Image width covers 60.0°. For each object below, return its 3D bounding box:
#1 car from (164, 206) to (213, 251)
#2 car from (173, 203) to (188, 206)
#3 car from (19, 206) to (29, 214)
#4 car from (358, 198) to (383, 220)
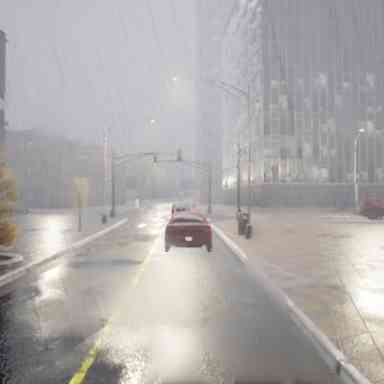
[{"bbox_3d":[-0.186,1.582,14.629,1.882,1.535,5.008,0,0,-2],"label":"car"},{"bbox_3d":[-1.272,1.855,35.634,1.895,1.301,4.718,0,0,-4],"label":"car"},{"bbox_3d":[-20.657,1.837,37.748,4.313,1.339,1.947,0,-2,18],"label":"car"},{"bbox_3d":[15.697,1.356,25.938,5.009,1.841,2.192,0,-2,18],"label":"car"}]
